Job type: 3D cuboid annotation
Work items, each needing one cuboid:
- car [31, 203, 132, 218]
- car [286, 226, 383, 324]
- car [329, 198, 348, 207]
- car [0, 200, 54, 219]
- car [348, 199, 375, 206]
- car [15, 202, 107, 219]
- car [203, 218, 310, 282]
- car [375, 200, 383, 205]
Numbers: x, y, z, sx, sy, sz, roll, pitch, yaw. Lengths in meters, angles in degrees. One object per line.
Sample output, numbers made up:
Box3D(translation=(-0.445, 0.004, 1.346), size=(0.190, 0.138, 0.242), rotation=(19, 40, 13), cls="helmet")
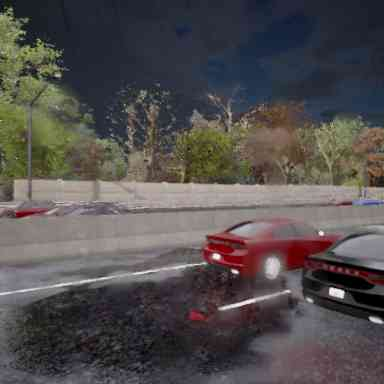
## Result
Box3D(translation=(-5.426, 1.528, 17.320), size=(4.892, 1.490, 1.837), rotation=(0, 0, -35), cls="car")
Box3D(translation=(4.378, 1.506, 6.873), size=(5.008, 1.535, 1.882), rotation=(0, 0, -35), cls="car")
Box3D(translation=(22.671, 1.693, 50.212), size=(5.008, 1.535, 1.882), rotation=(0, 0, -35), cls="car")
Box3D(translation=(-12.169, 1.371, 24.617), size=(4.553, 1.767, 2.097), rotation=(0, 0, -38), cls="car")
Box3D(translation=(24.874, 1.694, 47.488), size=(5.008, 1.535, 1.882), rotation=(1, 0, -35), cls="car")
Box3D(translation=(-7.738, 1.547, 19.971), size=(4.674, 1.442, 1.812), rotation=(0, 0, -35), cls="car")
Box3D(translation=(2.639, 1.508, 9.929), size=(5.008, 1.535, 1.882), rotation=(0, 0, -35), cls="car")
Box3D(translation=(27.408, 1.711, 45.000), size=(4.902, 1.511, 2.128), rotation=(0, 0, -35), cls="car")
